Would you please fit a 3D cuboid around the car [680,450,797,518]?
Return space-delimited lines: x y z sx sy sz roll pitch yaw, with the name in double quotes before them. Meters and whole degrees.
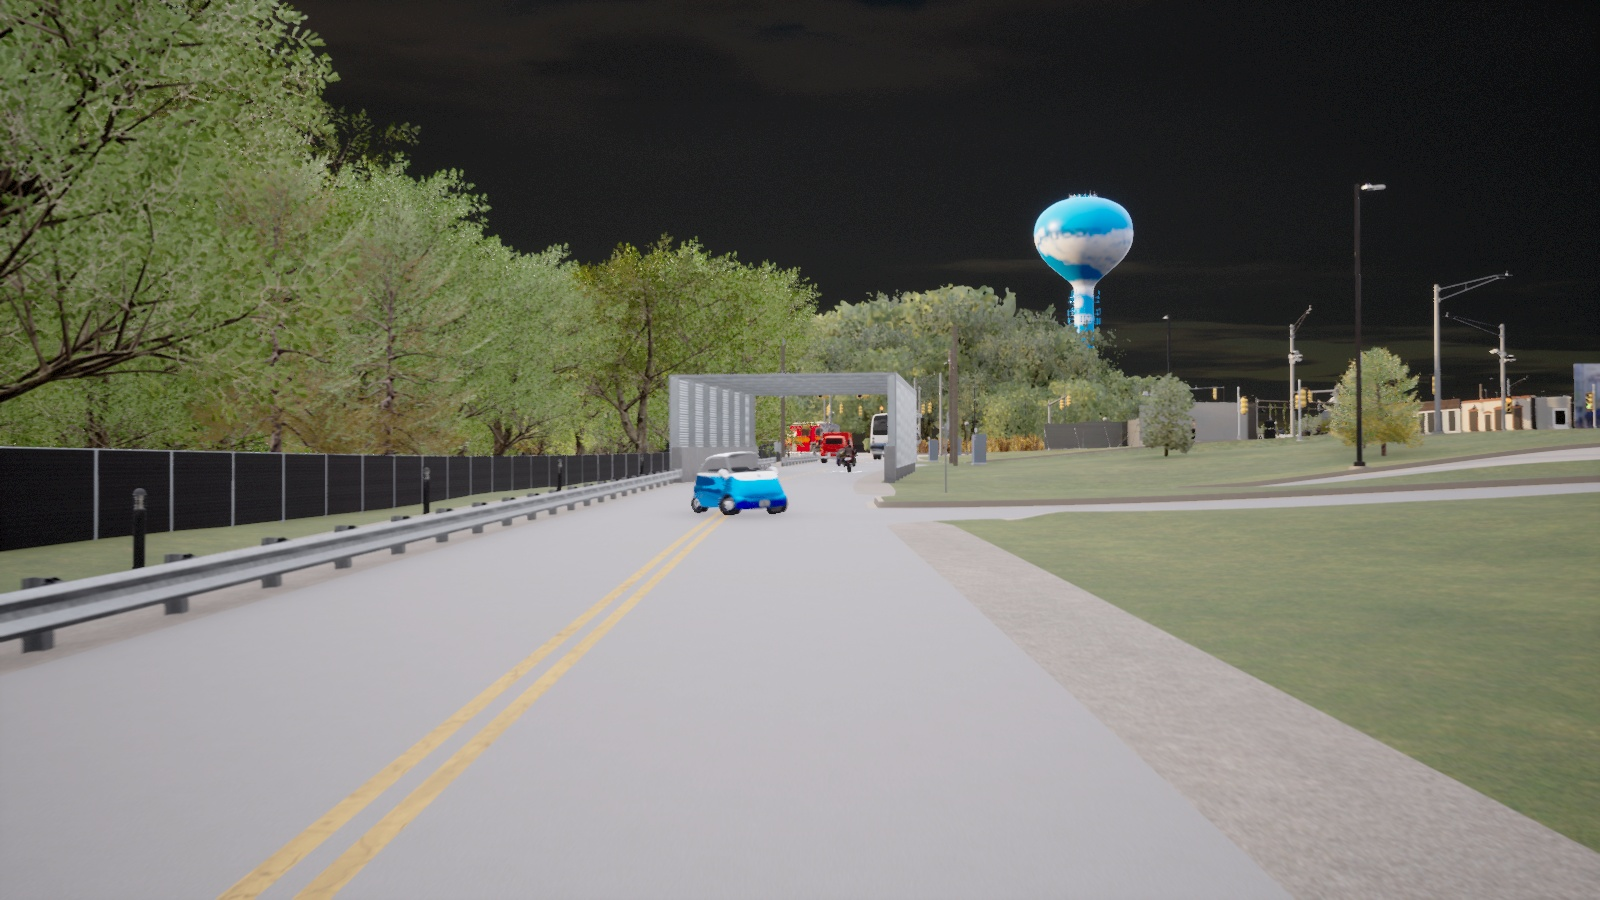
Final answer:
"car" -1.353 0.715 27.382 1.481 1.376 2.207 -3 1 -40
